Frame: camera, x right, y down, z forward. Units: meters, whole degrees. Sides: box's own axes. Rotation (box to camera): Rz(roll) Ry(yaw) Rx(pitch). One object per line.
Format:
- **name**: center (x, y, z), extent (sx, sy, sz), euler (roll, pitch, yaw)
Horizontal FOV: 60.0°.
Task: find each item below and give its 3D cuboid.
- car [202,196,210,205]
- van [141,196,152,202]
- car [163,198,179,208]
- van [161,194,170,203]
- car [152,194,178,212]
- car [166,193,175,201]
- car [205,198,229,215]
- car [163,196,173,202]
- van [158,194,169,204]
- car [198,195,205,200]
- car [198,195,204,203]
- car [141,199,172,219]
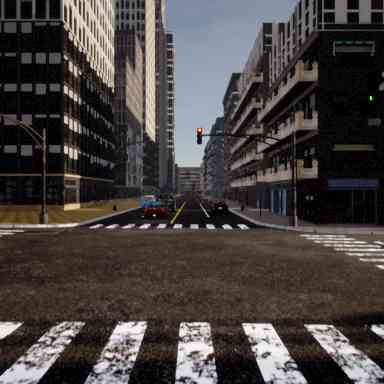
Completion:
- **car**: center (2.698, 1.549, 43.727), extent (1.887, 1.381, 4.507), euler (0, 0, 0)
- **van**: center (-5.683, 1.345, 43.728), extent (1.690, 1.788, 3.998), euler (0, 0, 0)
- **car**: center (-3.072, 1.570, 49.553), extent (1.994, 1.385, 4.181), euler (0, 0, 0)
- **van**: center (-5.676, 1.354, 72.000), extent (1.690, 1.788, 3.998), euler (0, 0, 0)
- **car**: center (-3.095, 1.225, 39.463), extent (2.150, 2.045, 5.566), euler (0, 0, 0)
- **car**: center (-5.672, 1.335, 88.963), extent (2.192, 1.841, 5.009), euler (0, 0, 0)
- **car**: center (2.696, 1.568, 33.760), extent (1.947, 1.339, 4.313), euler (0, 0, 0)
- **car**: center (-5.674, 1.566, 77.654), extent (2.008, 1.369, 4.403), euler (0, 0, 0)
- **van**: center (-5.678, 1.352, 66.345), extent (1.690, 1.788, 3.998), euler (0, 0, 0)
- **car**: center (2.710, 1.589, 94.615), extent (1.947, 1.339, 4.313), euler (0, 0, 0)
- **car**: center (2.702, 1.559, 60.690), extent (2.008, 1.369, 4.403), euler (0, 0, 0)
- **car**: center (-3.095, 1.602, 29.564), extent (1.895, 1.301, 4.718), euler (0, 0, 0)
